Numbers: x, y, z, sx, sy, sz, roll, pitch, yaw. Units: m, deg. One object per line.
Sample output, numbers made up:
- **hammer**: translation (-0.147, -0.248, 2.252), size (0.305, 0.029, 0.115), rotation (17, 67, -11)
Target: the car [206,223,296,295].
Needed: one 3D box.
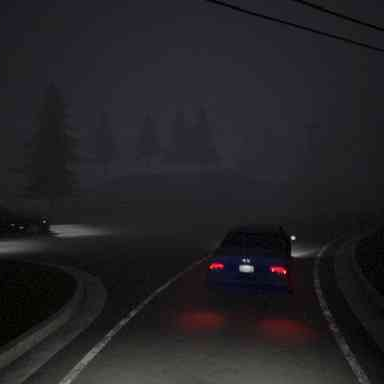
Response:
- **car**: translation (1.751, 1.548, 8.933), size (2.033, 1.411, 5.357), rotation (0, 0, 16)

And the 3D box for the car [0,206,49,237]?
- **car**: translation (-9.671, 1.526, 16.634), size (4.674, 1.442, 1.812), rotation (0, 0, -28)
